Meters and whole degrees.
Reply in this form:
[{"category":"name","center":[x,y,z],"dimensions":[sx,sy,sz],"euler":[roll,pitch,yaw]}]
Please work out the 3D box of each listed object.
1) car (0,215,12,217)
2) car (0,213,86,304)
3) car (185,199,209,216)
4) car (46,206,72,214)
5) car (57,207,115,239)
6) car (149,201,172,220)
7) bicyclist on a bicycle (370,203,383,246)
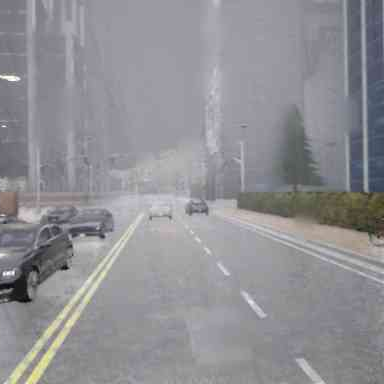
[{"category":"car","center":[-8.489,1.691,14.403],"dimensions":[1.994,1.385,4.181],"euler":[-1,0,-6]},{"category":"car","center":[-4.358,1.556,8.325],"dimensions":[2.128,1.511,4.902],"euler":[-1,0,-6]},{"category":"car","center":[0.433,1.447,32.469],"dimensions":[2.128,1.511,4.902],"euler":[-1,0,-7]},{"category":"car","center":[-9.448,1.696,24.275],"dimensions":[1.994,1.385,4.181],"euler":[-1,0,-5]},{"category":"car","center":[-5.327,1.617,17.997],"dimensions":[2.033,1.411,5.357],"euler":[-1,0,-6]},{"category":"car","center":[-2.712,1.539,28.505],"dimensions":[1.812,1.442,4.674],"euler":[-1,0,-6]},{"category":"bicyclist on a bicycle","center":[7.244,1.165,12.124],"dimensions":[1.656,1.620,0.582],"euler":[-1,0,-6]}]
